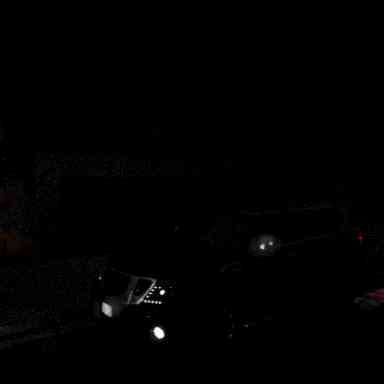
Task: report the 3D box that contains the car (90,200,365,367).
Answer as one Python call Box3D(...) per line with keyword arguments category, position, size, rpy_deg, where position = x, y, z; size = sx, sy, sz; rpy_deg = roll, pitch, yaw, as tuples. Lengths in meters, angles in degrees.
Box3D(category="car", position=(1.041, 1.206, 6.159), size=(5.566, 2.045, 2.150), rpy_deg=(0, -1, -38))
